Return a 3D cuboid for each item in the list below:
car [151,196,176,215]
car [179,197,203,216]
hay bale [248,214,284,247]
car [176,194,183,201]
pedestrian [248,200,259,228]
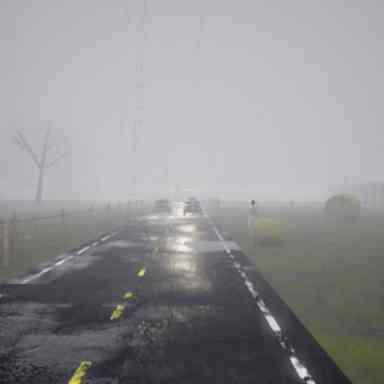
[{"bbox_3d":[-2.852,1.427,32.508,1.837,1.490,4.892,0,0,0],"label":"car"},{"bbox_3d":[0.066,1.470,32.021,2.033,1.411,5.357,0,0,0],"label":"car"},{"bbox_3d":[3.133,1.619,14.229,1.220,1.180,1.240,1,1,0],"label":"hay bale"},{"bbox_3d":[-2.772,1.204,73.000,2.128,1.511,4.902,0,0,0],"label":"car"},{"bbox_3d":[2.821,1.260,15.342,0.375,1.860,0.375,-1,1,4],"label":"pedestrian"}]
